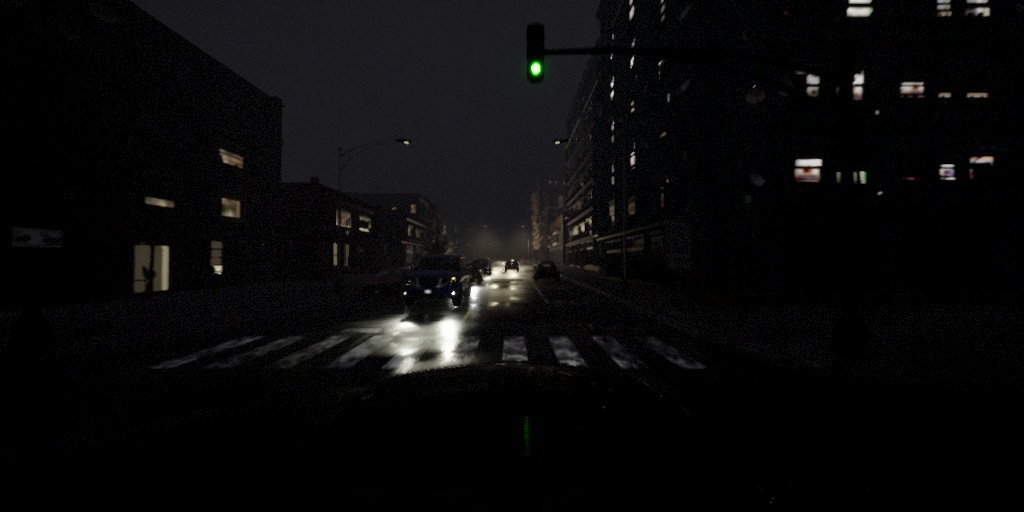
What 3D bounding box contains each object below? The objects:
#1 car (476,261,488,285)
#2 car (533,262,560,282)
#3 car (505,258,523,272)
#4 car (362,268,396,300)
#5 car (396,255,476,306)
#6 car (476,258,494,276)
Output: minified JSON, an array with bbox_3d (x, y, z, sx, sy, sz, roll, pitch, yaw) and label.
[{"bbox_3d":[-3.079,1.281,25.912,1.994,1.385,4.181,0,0,1],"label":"car"},{"bbox_3d":[2.684,1.153,28.972,1.967,1.591,4.097,0,0,0],"label":"car"},{"bbox_3d":[-0.011,1.240,44.794,2.033,1.411,5.357,0,0,0],"label":"car"},{"bbox_3d":[-5.771,1.273,17.540,1.888,1.381,4.507,0,0,0],"label":"car"},{"bbox_3d":[-3.093,0.952,15.991,2.150,2.045,5.566,0,0,0],"label":"car"},{"bbox_3d":[-3.087,1.056,35.811,2.097,1.767,4.553,0,0,0],"label":"car"}]
